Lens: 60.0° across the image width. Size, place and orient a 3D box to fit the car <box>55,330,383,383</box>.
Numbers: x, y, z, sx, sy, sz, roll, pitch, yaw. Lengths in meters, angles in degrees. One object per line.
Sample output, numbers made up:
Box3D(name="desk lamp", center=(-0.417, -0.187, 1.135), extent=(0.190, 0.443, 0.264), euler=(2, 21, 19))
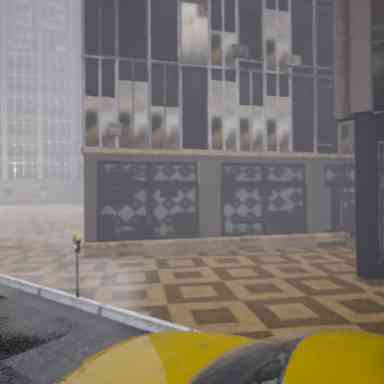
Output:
Box3D(name="car", center=(0.995, 1.526, 2.017), extent=(4.829, 1.417, 1.752), euler=(0, -1, 35))
